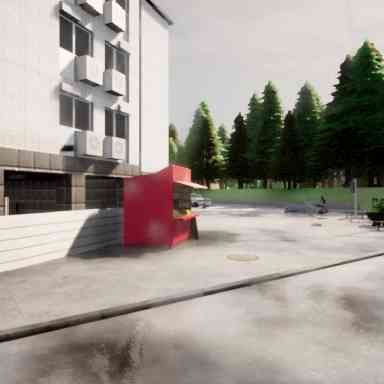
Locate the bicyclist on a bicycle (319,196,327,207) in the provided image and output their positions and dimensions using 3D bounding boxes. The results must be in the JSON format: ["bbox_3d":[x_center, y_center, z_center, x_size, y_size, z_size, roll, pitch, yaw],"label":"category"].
[{"bbox_3d":[15.947,1.346,40.536,1.656,1.620,0.582,0,0,-35],"label":"bicyclist on a bicycle"}]

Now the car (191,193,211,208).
[{"bbox_3d":[0.443,1.219,47.888,2.150,2.045,5.566,0,0,-35],"label":"car"}]

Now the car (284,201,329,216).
[{"bbox_3d":[11.191,1.561,32.730,1.994,1.385,4.181,0,0,-35],"label":"car"}]
